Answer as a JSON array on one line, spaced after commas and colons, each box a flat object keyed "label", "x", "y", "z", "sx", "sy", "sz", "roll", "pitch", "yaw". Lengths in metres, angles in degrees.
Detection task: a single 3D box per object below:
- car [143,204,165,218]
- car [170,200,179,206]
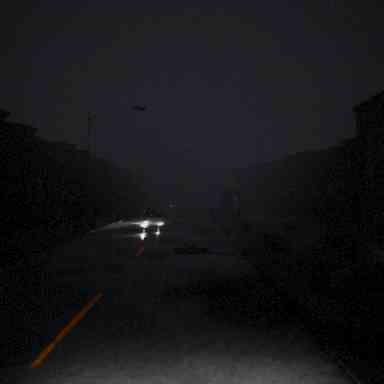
[{"label": "car", "x": -4.039, "y": 1.998, "z": 35.340, "sx": 1.895, "sy": 1.301, "sz": 4.718, "roll": 0, "pitch": -1, "yaw": 0}, {"label": "car", "x": -3.858, "y": 2.569, "z": 76.027, "sx": 2.033, "sy": 1.411, "sz": 5.357, "roll": 0, "pitch": -1, "yaw": 0}]
